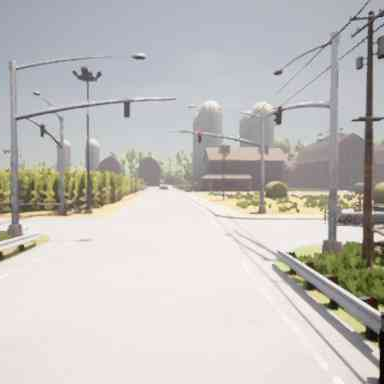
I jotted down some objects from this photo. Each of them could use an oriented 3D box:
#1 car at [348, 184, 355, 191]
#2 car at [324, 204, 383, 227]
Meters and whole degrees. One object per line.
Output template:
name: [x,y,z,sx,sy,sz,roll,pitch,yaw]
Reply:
car: [41.296,-1.056,84.943,1.905,1.878,3.866,9,9,40]
car: [10.829,1.389,20.670,4.718,1.301,1.895,0,2,-3]
